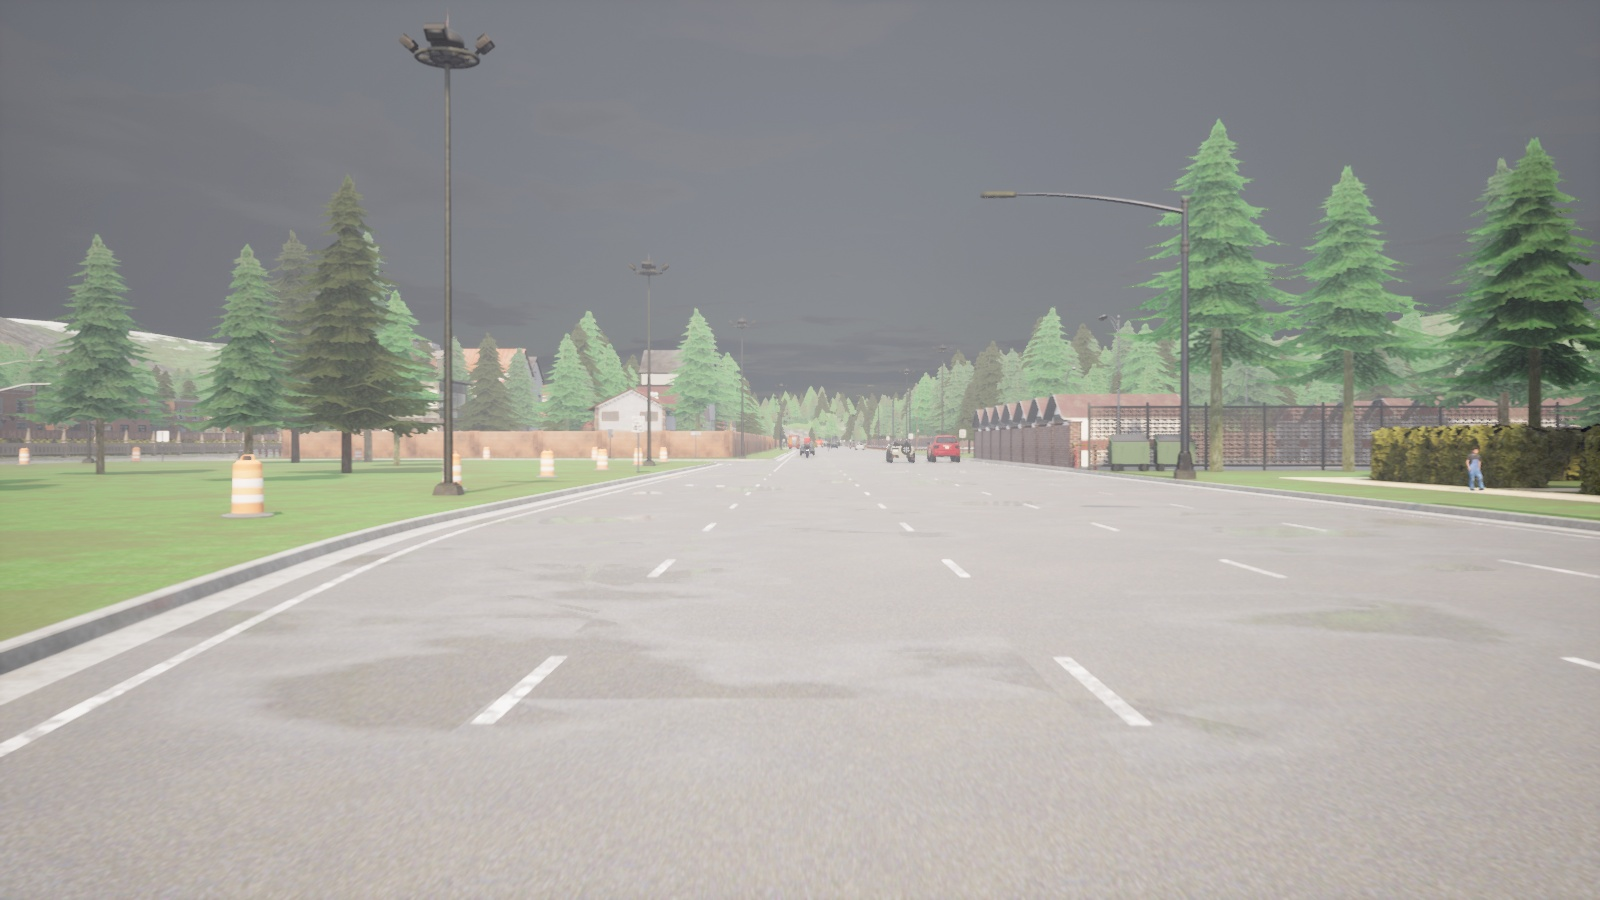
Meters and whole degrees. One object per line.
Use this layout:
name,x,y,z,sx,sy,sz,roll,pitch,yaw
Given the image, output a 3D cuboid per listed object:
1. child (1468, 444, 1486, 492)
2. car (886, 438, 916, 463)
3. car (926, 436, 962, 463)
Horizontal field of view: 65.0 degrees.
child,18.241,0.480,33.842,0.270,1.263,0.437,0,0,1
car,7.551,0.039,94.496,1.932,1.855,4.605,0,0,0
car,11.065,-0.069,96.914,2.150,2.045,5.566,0,0,0
